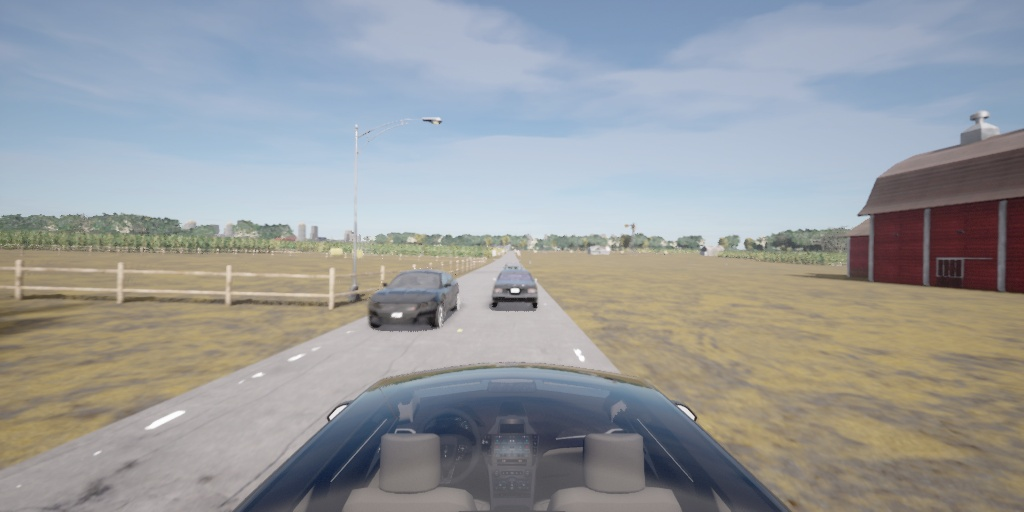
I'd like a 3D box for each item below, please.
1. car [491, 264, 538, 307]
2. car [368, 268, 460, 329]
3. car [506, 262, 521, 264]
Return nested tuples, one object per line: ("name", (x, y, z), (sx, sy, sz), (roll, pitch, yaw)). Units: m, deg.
("car", (0.126, 1.271, 15.304), (2.033, 1.411, 5.357), (1, 0, 1))
("car", (-2.836, 1.175, 11.325), (1.882, 1.535, 5.008), (1, 0, 0))
("car", (0.132, 1.254, 37.685), (1.895, 1.301, 4.718), (1, 0, 0))
